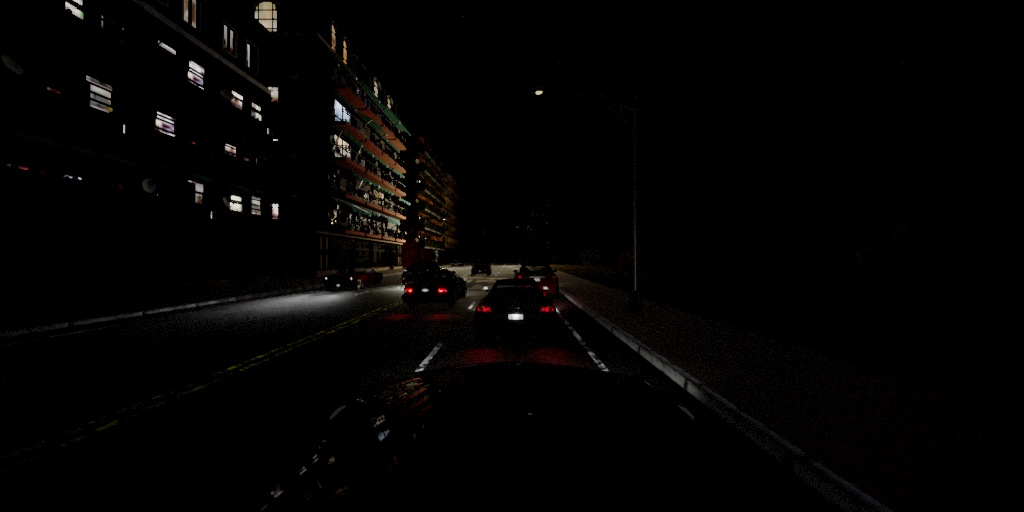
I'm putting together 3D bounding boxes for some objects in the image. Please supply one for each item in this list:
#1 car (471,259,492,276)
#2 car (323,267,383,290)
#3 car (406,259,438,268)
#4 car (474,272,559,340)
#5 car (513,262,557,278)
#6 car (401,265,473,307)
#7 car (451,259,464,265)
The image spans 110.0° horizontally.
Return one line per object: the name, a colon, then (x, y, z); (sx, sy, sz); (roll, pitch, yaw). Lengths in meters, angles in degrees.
car: (-3.123, 1.277, 37.127); (1.812, 1.442, 4.674); (0, 0, 0)
car: (-9.836, 1.353, 22.517); (1.895, 1.301, 4.718); (0, 0, 0)
car: (-6.583, 1.104, 26.497); (2.097, 1.767, 4.553); (0, 0, 0)
car: (0.100, 1.315, 9.944); (1.994, 1.385, 4.181); (0, 0, 0)
car: (1.148, 1.103, 18.524); (2.097, 1.767, 4.553); (0, 0, 0)
car: (-3.141, 1.299, 15.498); (2.033, 1.411, 5.357); (0, 0, 0)
car: (-9.755, 1.227, 64.432); (1.882, 1.535, 5.008); (0, 0, 1)
